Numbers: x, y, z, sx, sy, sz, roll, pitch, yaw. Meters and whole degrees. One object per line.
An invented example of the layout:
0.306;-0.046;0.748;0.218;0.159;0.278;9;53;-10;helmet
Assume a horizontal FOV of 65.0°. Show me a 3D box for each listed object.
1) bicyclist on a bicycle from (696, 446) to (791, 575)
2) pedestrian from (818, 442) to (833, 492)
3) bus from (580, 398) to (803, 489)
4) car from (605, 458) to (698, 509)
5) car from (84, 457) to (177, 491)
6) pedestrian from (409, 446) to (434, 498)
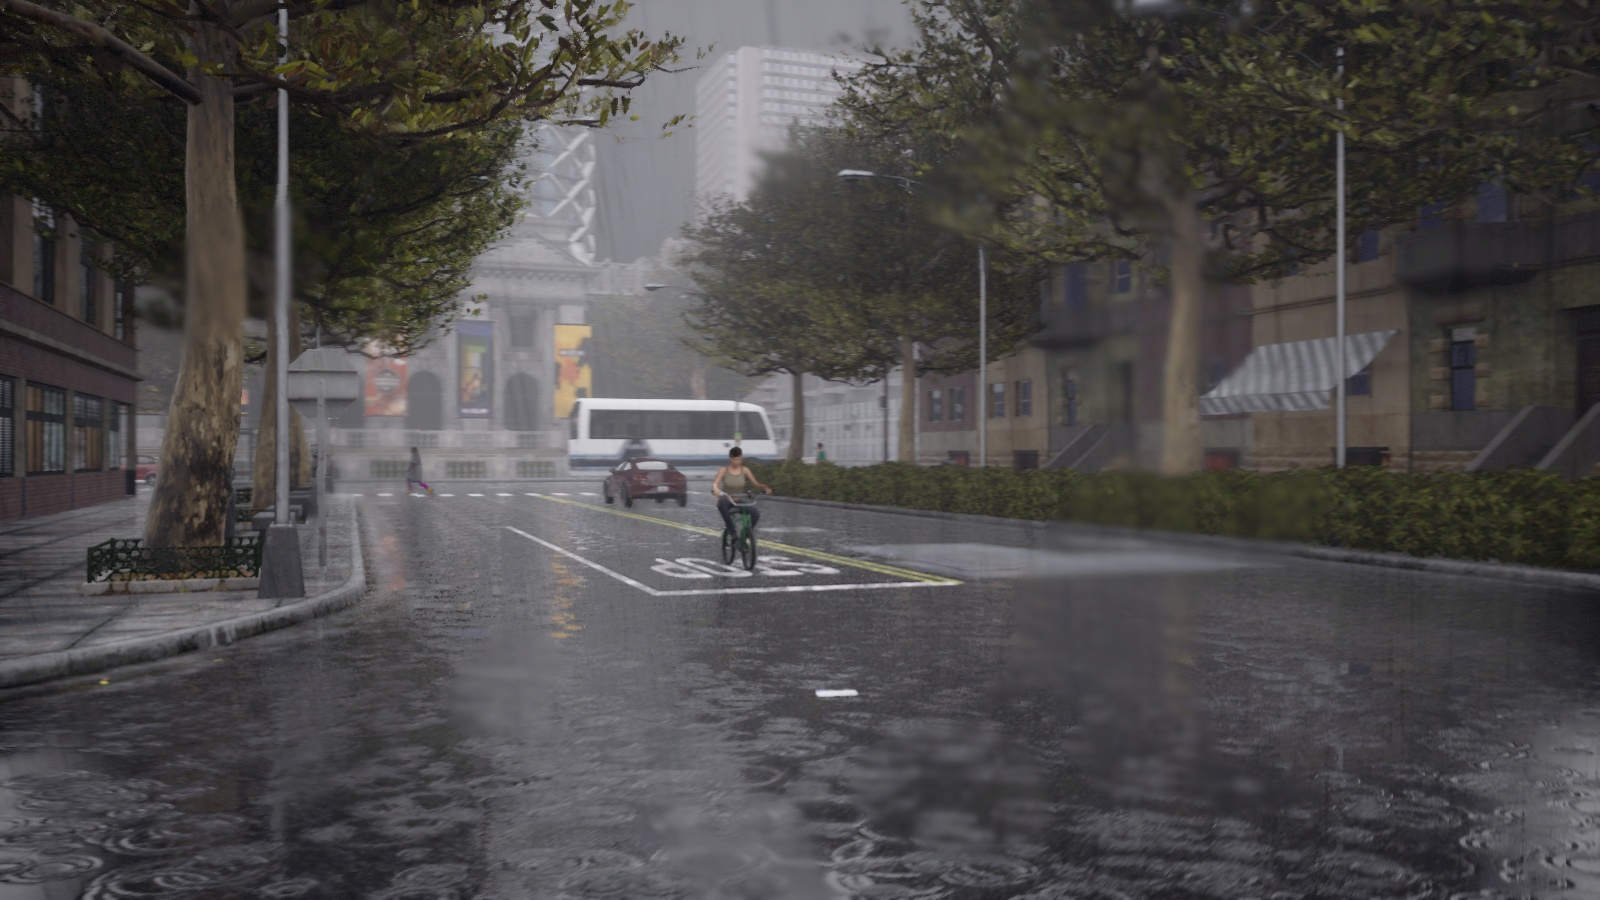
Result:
-0.770;0.764;16.641;0.866;1.612;1.509;0;0;-19;bicyclist on a bicycle
0.920;0.618;46.005;0.345;1.836;0.594;0;0;-22;pedestrian
-5.384;-0.314;62.009;10.273;4.253;3.944;0;0;-19;bus
-4.574;0.971;38.007;1.812;1.442;4.674;0;0;-19;car
-32.032;1.137;60.195;3.705;1.549;1.789;0;0;-19;car
-14.231;0.831;47.204;0.873;1.952;0.659;0;0;-16;pedestrian
